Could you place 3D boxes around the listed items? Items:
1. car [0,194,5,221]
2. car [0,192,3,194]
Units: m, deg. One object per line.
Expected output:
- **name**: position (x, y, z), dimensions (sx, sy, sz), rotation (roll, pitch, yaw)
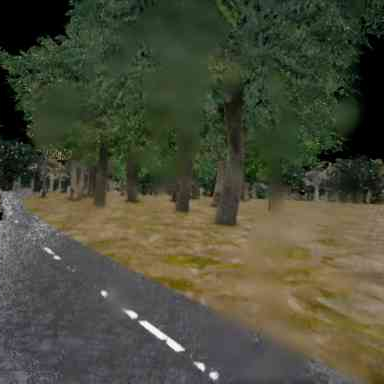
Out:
- **car**: position (-12.598, 0.963, 20.317), dimensions (1.895, 1.301, 4.718), rotation (3, 0, -32)
- **car**: position (-19.986, 0.306, 32.952), dimensions (2.097, 1.767, 4.553), rotation (3, 0, -28)
